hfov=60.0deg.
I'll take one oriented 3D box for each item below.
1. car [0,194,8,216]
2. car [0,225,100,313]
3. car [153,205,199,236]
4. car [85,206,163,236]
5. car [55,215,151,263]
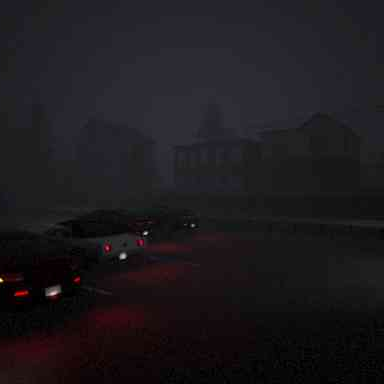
[{"bbox_3d":[-19.049,1.165,30.491,5.566,2.045,2.150,0,0,36],"label":"car"},{"bbox_3d":[-4.244,1.513,7.023,4.674,1.442,1.812,0,0,36],"label":"car"},{"bbox_3d":[-1.925,1.471,18.268,4.902,1.511,2.128,0,0,36],"label":"car"},{"bbox_3d":[-3.904,1.485,15.381,4.892,1.490,1.837,0,0,36],"label":"car"},{"bbox_3d":[-3.820,1.585,11.020,4.718,1.301,1.895,0,0,36],"label":"car"}]
